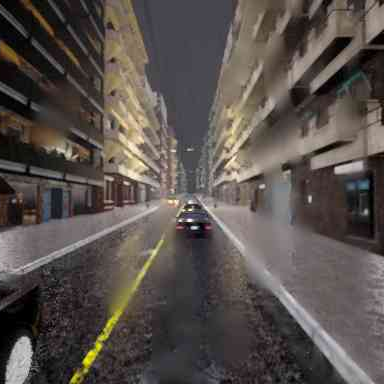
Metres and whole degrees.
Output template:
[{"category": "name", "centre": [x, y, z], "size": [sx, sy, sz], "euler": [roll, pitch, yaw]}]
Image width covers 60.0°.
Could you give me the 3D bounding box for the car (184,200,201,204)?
[{"category": "car", "centre": [0.091, 1.556, 37.993], "size": [1.994, 1.385, 4.181], "euler": [0, 0, 0]}]

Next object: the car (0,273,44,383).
[{"category": "car", "centre": [-2.852, 1.479, 2.270], "size": [1.882, 1.535, 5.008], "euler": [0, 0, 0]}]

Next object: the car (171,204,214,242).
[{"category": "car", "centre": [0.095, 1.552, 16.524], "size": [2.033, 1.411, 5.357], "euler": [0, 0, 0]}]

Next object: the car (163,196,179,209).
[{"category": "car", "centre": [-2.840, 1.336, 45.920], "size": [2.097, 1.767, 4.553], "euler": [0, 0, 0]}]
